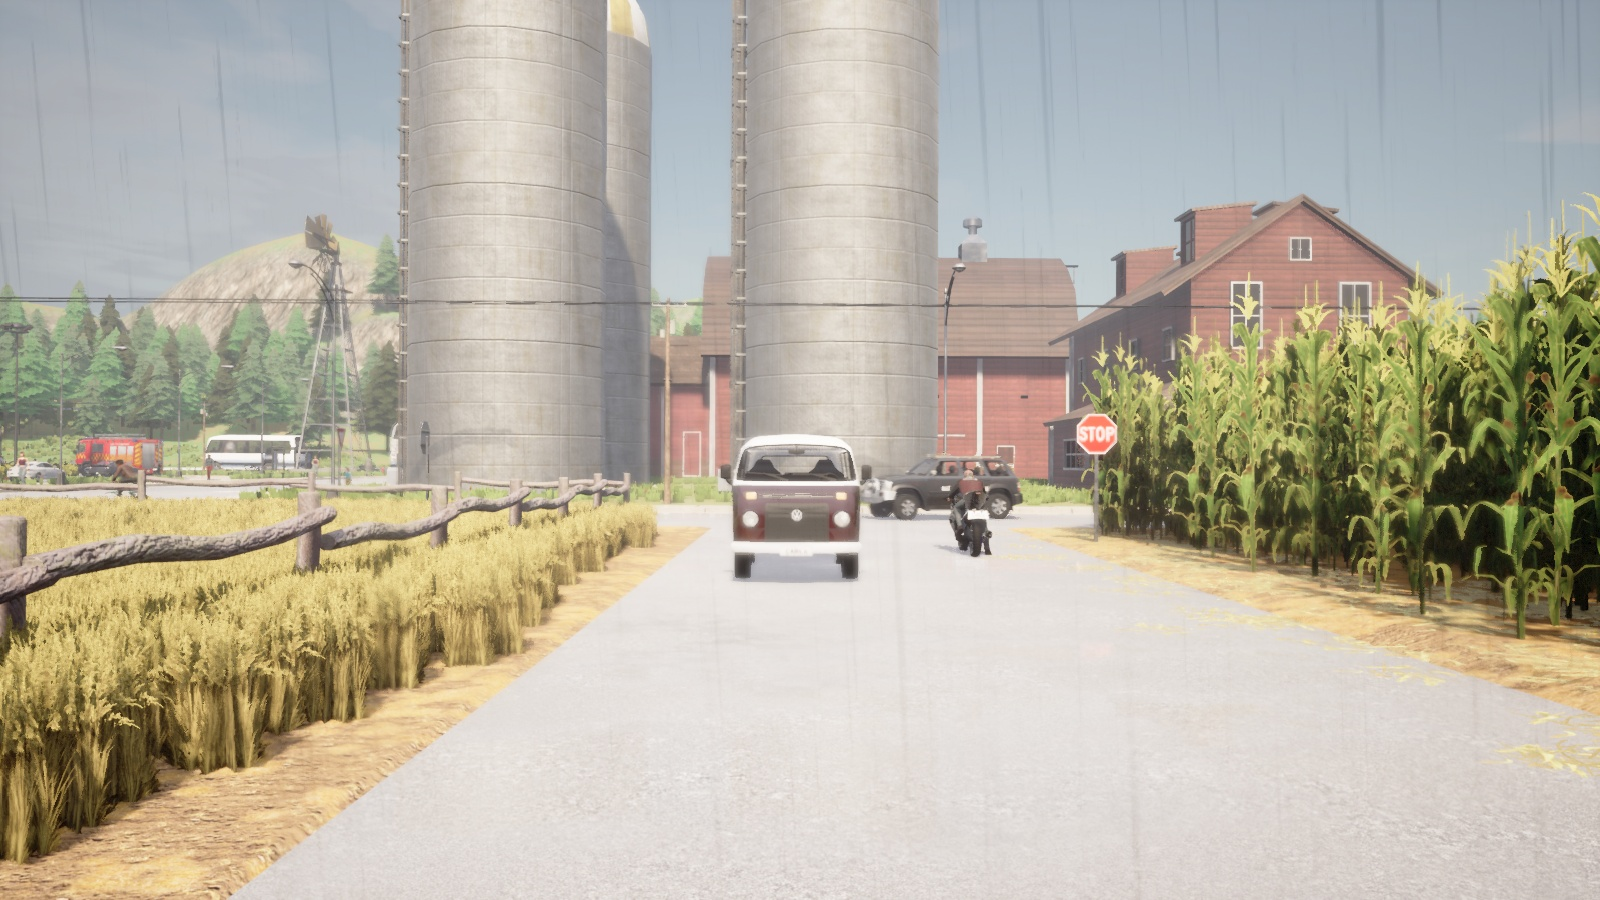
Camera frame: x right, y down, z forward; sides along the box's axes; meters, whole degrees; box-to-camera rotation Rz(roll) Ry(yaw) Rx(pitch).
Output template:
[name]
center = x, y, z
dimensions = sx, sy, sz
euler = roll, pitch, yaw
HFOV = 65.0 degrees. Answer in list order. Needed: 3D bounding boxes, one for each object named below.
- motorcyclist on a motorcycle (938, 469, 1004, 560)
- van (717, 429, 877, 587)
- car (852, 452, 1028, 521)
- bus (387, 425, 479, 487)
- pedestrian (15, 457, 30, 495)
[motorcyclist on a motorcycle]
center = 3.036, 1.112, 22.452
dimensions = 0.866, 1.530, 2.191
euler = 0, -1, 0
[van]
center = -0.059, 0.777, 18.529
dimensions = 2.069, 2.038, 4.480
euler = 0, -1, 0
[car]
center = 3.976, 1.015, 35.815
dimensions = 4.605, 1.855, 1.932
euler = 0, -1, -20
[bus]
center = -26.865, 0.472, 92.480
dimensions = 3.944, 4.253, 10.273
euler = 0, -1, -1
[pedestrian]
center = -38.008, 1.259, 61.378
dimensions = 0.345, 1.836, 0.594
euler = 0, -1, -2
